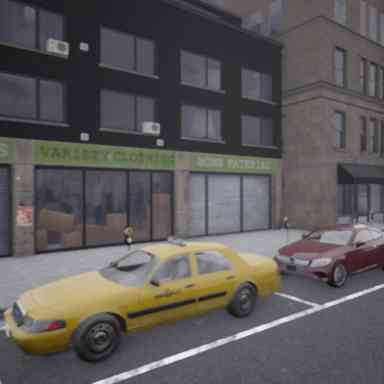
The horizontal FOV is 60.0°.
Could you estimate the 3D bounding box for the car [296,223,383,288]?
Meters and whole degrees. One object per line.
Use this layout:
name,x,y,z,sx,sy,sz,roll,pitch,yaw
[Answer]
car,4.056,1.541,9.069,4.206,1.307,1.802,0,0,-35

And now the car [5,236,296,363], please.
car,-0.494,1.511,5.833,4.829,1.417,1.752,0,0,-35
